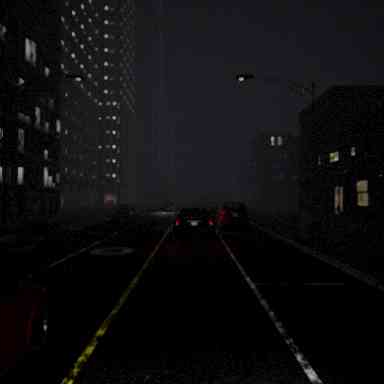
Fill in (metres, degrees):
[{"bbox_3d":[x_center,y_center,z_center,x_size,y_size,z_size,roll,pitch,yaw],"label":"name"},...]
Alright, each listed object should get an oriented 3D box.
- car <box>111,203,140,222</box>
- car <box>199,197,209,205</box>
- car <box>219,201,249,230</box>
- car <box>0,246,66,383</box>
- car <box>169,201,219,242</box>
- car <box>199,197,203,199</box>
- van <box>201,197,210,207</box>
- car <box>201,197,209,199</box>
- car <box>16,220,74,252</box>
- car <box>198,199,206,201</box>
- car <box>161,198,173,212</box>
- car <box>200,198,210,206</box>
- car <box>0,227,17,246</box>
[{"bbox_3d":[-5.664,1.733,28.827,1.967,1.590,4.097,1,-1,0],"label":"car"},{"bbox_3d":[2.739,2.070,77.865,2.192,1.841,5.009,1,-1,0],"label":"car"},{"bbox_3d":[2.716,1.553,23.283,2.192,1.841,5.009,1,-1,0],"label":"car"},{"bbox_3d":[-3.100,1.599,3.340,1.994,1.385,4.181,0,-1,0],"label":"car"},{"bbox_3d":[0.107,1.533,17.665,2.097,1.767,4.553,0,-1,0],"label":"car"},{"bbox_3d":[2.728,2.153,61.430,2.008,1.369,4.403,1,-1,0],"label":"car"},{"bbox_3d":[2.734,1.995,66.910,1.690,1.788,3.998,1,-1,0],"label":"van"},{"bbox_3d":[2.726,2.078,56.122,1.752,1.417,4.829,1,-1,0],"label":"car"},{"bbox_3d":[-5.674,1.708,12.189,1.802,1.307,4.206,1,-1,0],"label":"car"},{"bbox_3d":[0.116,1.848,35.539,2.128,1.511,4.902,0,-1,0],"label":"car"},{"bbox_3d":[-3.070,1.976,45.382,1.812,1.442,4.674,0,-1,0],"label":"car"},{"bbox_3d":[2.734,2.145,72.386,1.967,1.590,4.097,1,-1,0],"label":"car"},{"bbox_3d":[-5.676,1.635,6.643,1.947,1.339,4.313,1,-1,0],"label":"car"}]
